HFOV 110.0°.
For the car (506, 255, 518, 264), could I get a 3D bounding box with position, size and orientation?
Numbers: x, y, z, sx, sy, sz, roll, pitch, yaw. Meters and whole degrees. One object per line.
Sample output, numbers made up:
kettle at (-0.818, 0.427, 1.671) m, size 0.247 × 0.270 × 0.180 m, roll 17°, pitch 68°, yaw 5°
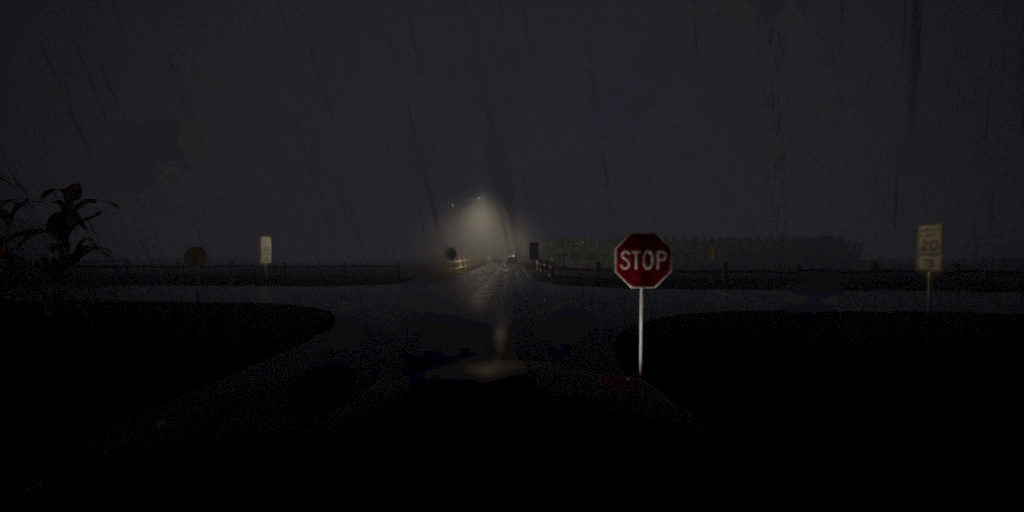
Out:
car at (0.013, 0.745, 64.135) m, size 1.994 × 1.385 × 4.181 m, roll 0°, pitch 1°, yaw 0°
